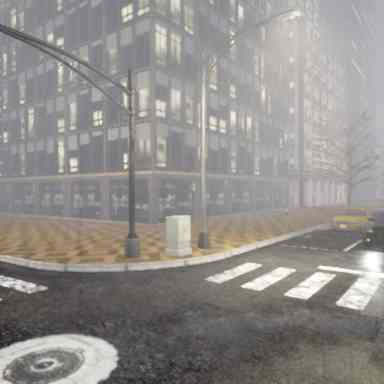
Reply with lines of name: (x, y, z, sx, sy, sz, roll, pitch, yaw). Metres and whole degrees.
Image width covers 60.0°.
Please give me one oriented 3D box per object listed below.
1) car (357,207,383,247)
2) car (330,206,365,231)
car: (8.618, 1.550, 14.123, 1.994, 1.385, 4.181, 0, 0, 37)
car: (9.454, 1.509, 19.614, 1.752, 1.417, 4.829, -1, 0, 37)
